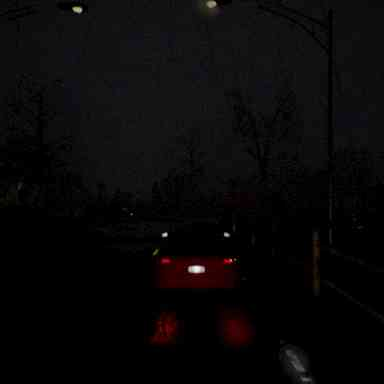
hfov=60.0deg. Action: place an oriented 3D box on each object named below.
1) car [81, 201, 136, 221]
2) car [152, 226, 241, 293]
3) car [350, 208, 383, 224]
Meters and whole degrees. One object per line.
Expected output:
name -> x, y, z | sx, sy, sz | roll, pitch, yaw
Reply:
car -> -6.747, 1.441, 26.550 | 4.902, 1.511, 2.128 | 2, 0, 29
car -> 0.102, 1.587, 8.936 | 1.994, 1.385, 4.181 | 0, 0, 0
car -> 16.249, 1.975, 27.752 | 5.357, 1.411, 2.033 | 1, 1, 0
